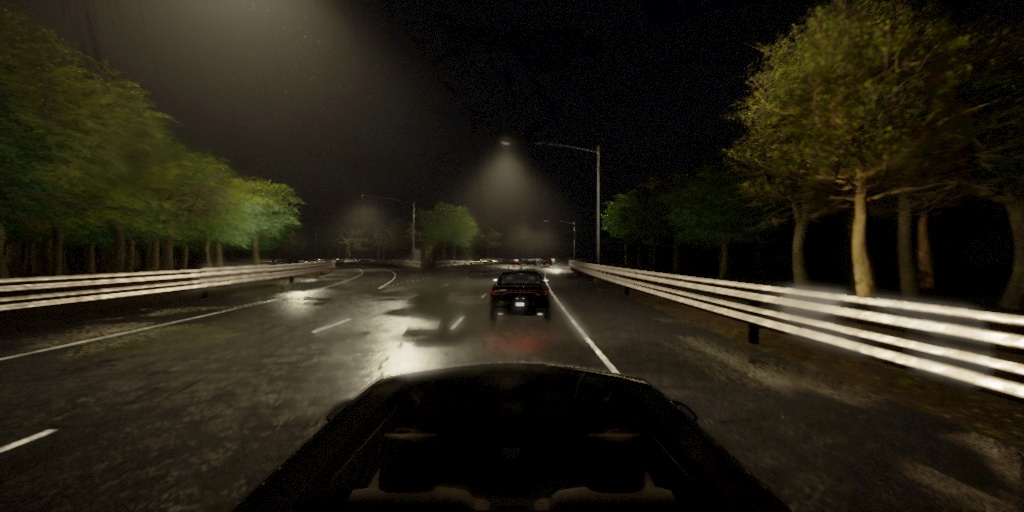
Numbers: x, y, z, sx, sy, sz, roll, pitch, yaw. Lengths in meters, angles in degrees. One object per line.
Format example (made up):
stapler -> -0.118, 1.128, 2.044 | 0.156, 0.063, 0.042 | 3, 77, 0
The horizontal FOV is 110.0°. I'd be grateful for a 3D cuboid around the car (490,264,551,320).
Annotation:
car -> 0.309, 1.230, 12.727 | 1.882, 1.535, 5.008 | 0, 0, 2
